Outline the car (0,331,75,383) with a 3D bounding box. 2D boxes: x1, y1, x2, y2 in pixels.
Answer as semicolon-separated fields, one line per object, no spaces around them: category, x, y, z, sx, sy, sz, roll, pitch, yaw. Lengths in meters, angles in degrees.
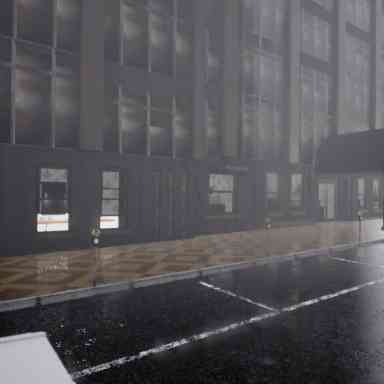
car;-2.880;1.600;1.337;4.718;1.301;1.895;0;0;-35
